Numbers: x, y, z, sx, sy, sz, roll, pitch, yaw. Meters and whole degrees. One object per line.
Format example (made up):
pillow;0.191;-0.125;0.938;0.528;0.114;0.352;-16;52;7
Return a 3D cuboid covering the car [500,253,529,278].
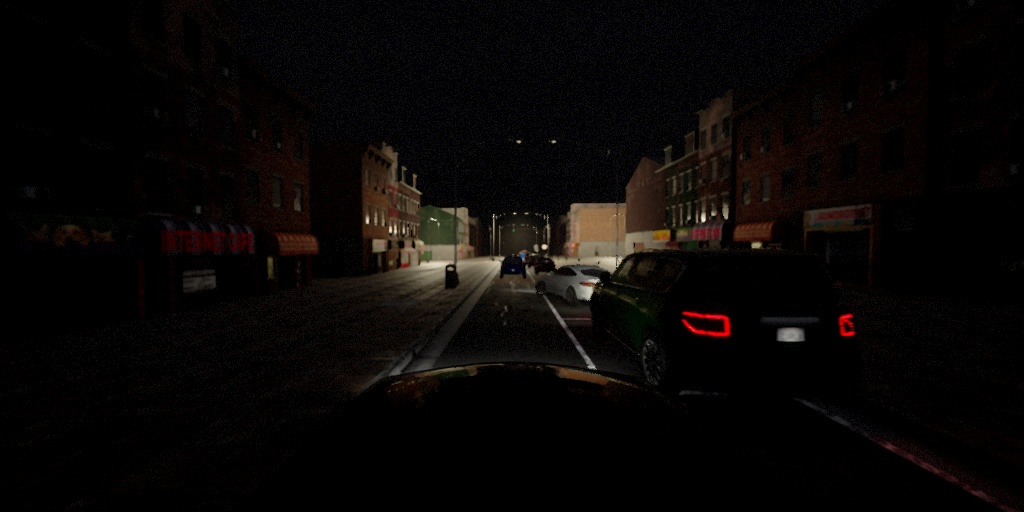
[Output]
car;0.093;0.752;27.099;1.882;1.535;5.008;0;1;0

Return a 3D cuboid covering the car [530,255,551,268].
car;2.689;0.816;29.333;1.802;1.307;4.207;0;0;0

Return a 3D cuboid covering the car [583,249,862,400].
car;2.990;0.886;6.524;2.150;2.045;5.566;0;1;0

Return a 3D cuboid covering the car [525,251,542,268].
car;2.709;0.481;40.136;1.967;1.591;4.097;0;0;0

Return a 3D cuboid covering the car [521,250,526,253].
car;2.730;0.169;50.938;2.192;1.841;5.009;0;0;0

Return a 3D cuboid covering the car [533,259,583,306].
car;2.584;1.037;14.278;1.812;1.442;4.674;0;1;-16
